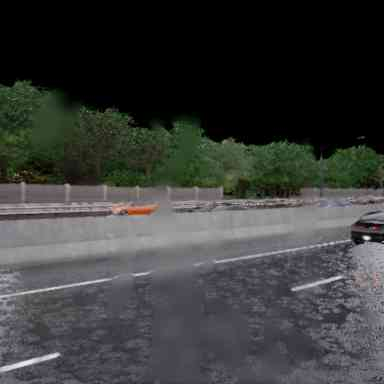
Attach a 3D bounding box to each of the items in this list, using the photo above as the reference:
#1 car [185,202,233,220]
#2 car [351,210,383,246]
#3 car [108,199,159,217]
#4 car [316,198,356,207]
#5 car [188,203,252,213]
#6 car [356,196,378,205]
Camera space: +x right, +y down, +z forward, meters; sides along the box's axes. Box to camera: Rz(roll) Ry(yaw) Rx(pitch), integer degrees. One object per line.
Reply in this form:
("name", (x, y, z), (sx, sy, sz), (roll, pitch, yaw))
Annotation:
("car", (1.630, 1.720, 31.131), (4.181, 1.385, 1.994), (0, 0, -36))
("car", (8.815, 1.551, 14.480), (4.892, 1.490, 1.837), (0, 0, -36))
("car", (-5.327, 1.537, 30.409), (4.553, 1.767, 2.097), (0, 0, -36))
("car", (15.751, 1.439, 37.047), (4.553, 1.767, 2.097), (0, 0, -36))
("car", (2.258, 1.620, 22.939), (4.892, 1.490, 1.837), (0, 0, -36))
("car", (28.811, 1.403, 55.091), (4.553, 1.767, 2.097), (0, 0, -36))
